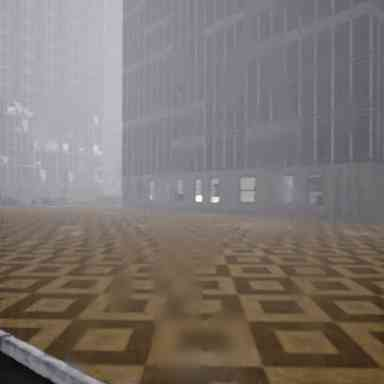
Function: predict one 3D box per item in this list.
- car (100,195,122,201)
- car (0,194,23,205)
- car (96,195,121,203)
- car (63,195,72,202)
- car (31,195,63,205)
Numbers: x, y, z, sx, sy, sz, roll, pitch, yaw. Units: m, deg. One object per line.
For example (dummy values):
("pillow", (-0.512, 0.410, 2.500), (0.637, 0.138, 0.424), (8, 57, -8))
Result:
("car", (-17.673, 1.300, 72.900), (4.313, 1.339, 1.947), (-1, 1, -44))
("car", (-28.299, 1.344, 51.037), (4.097, 1.590, 1.967), (-1, 1, -44))
("car", (-16.026, 1.375, 62.895), (4.206, 1.307, 1.802), (-1, 1, -44))
("car", (-25.917, 1.352, 65.062), (4.507, 1.381, 1.887), (-1, 1, -44))
("car", (-24.219, 1.433, 55.002), (4.313, 1.339, 1.947), (-1, 1, -44))
